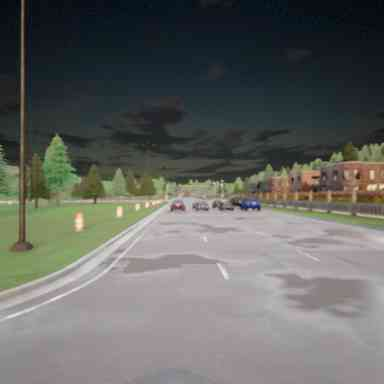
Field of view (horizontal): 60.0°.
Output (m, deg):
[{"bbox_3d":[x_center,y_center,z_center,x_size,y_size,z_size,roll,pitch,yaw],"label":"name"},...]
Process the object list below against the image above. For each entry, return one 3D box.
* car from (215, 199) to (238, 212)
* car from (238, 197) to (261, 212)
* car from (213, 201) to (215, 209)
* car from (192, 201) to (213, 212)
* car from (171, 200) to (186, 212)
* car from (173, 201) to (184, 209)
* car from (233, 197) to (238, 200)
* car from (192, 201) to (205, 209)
[{"bbox_3d":[5.001,2.108,48.783,2.033,1.411,5.357,0,-1,-1],"label":"car"},{"bbox_3d":[8.512,1.761,48.270,2.150,2.045,5.566,0,-1,-1],"label":"car"},{"bbox_3d":[4.627,2.185,58.760,1.837,1.490,4.892,0,-1,-2],"label":"car"},{"bbox_3d":[1.494,2.126,49.060,2.033,1.411,5.357,0,-1,-2],"label":"car"},{"bbox_3d":[-1.998,1.940,48.595,2.097,1.767,4.553,0,-1,-1],"label":"car"},{"bbox_3d":[-2.370,2.309,58.564,1.895,1.301,4.718,0,-1,-2],"label":"car"},{"bbox_3d":[8.123,1.889,58.906,2.150,2.045,5.566,0,-1,-2],"label":"car"},{"bbox_3d":[1.129,2.258,58.647,1.994,1.385,4.181,0,-1,-2],"label":"car"}]
